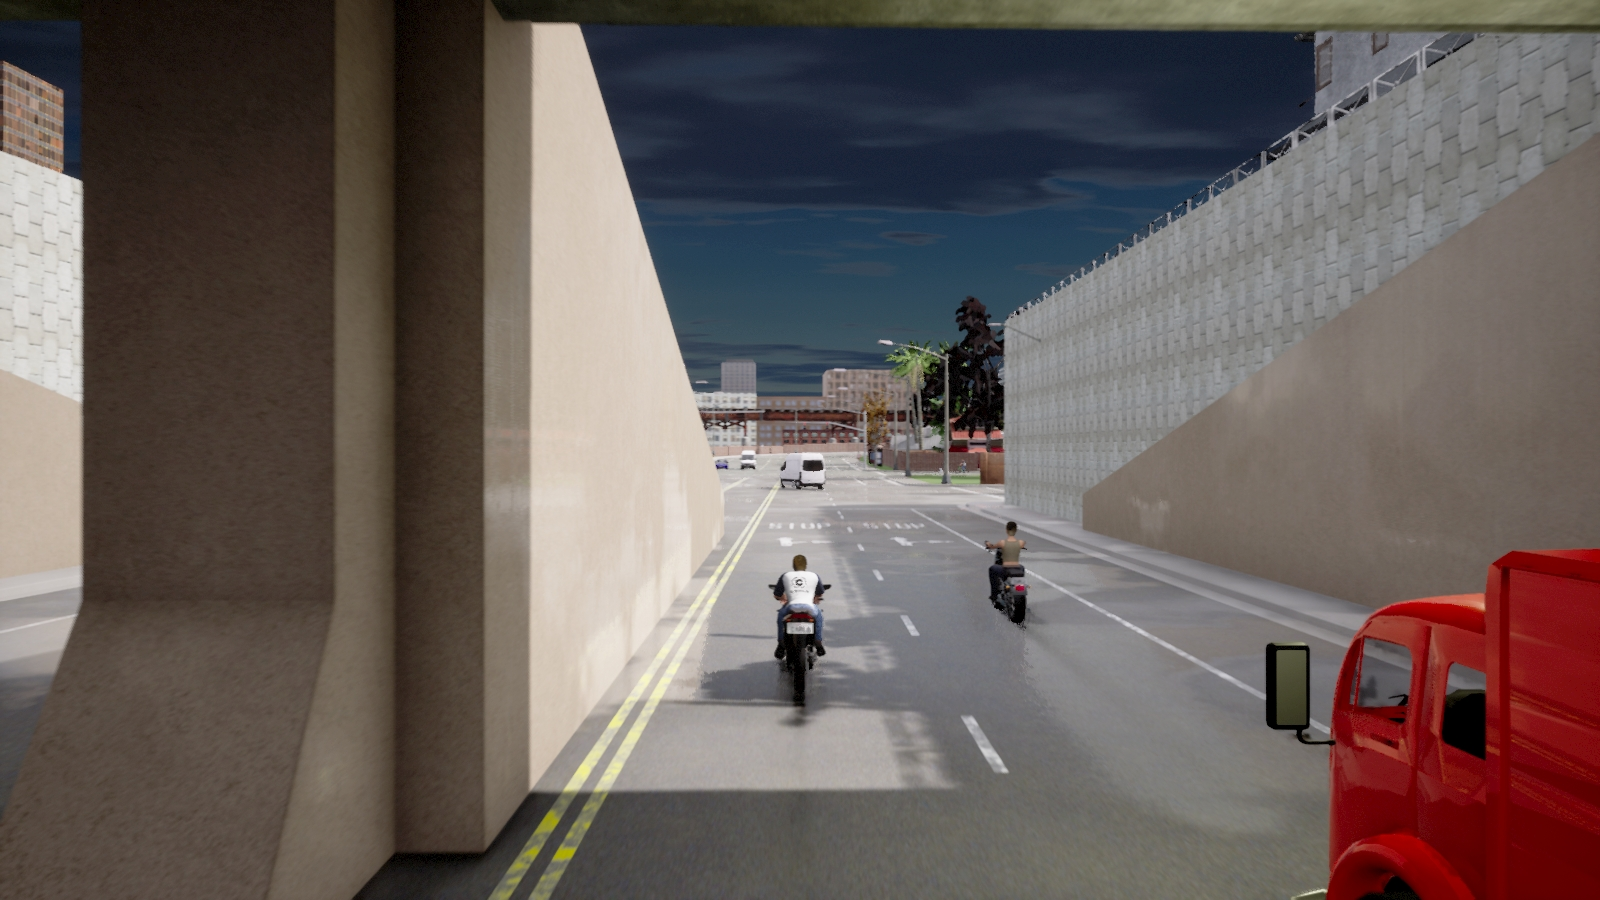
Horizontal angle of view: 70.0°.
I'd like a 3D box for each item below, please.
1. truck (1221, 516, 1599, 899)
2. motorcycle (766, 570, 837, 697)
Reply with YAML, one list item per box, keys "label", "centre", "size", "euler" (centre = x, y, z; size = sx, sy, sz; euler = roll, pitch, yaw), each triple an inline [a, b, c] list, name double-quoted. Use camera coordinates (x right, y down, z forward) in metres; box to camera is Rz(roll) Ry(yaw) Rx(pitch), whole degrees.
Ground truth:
- label: "truck"
  centre: [3.503, 1.565, 3.324]
  size: [2.627, 2.467, 5.204]
  euler: [0, 0, 0]
- label: "motorcycle"
  centre: [0.017, 2.173, 13.891]
  size: [0.803, 1.224, 2.033]
  euler: [0, 0, 0]
